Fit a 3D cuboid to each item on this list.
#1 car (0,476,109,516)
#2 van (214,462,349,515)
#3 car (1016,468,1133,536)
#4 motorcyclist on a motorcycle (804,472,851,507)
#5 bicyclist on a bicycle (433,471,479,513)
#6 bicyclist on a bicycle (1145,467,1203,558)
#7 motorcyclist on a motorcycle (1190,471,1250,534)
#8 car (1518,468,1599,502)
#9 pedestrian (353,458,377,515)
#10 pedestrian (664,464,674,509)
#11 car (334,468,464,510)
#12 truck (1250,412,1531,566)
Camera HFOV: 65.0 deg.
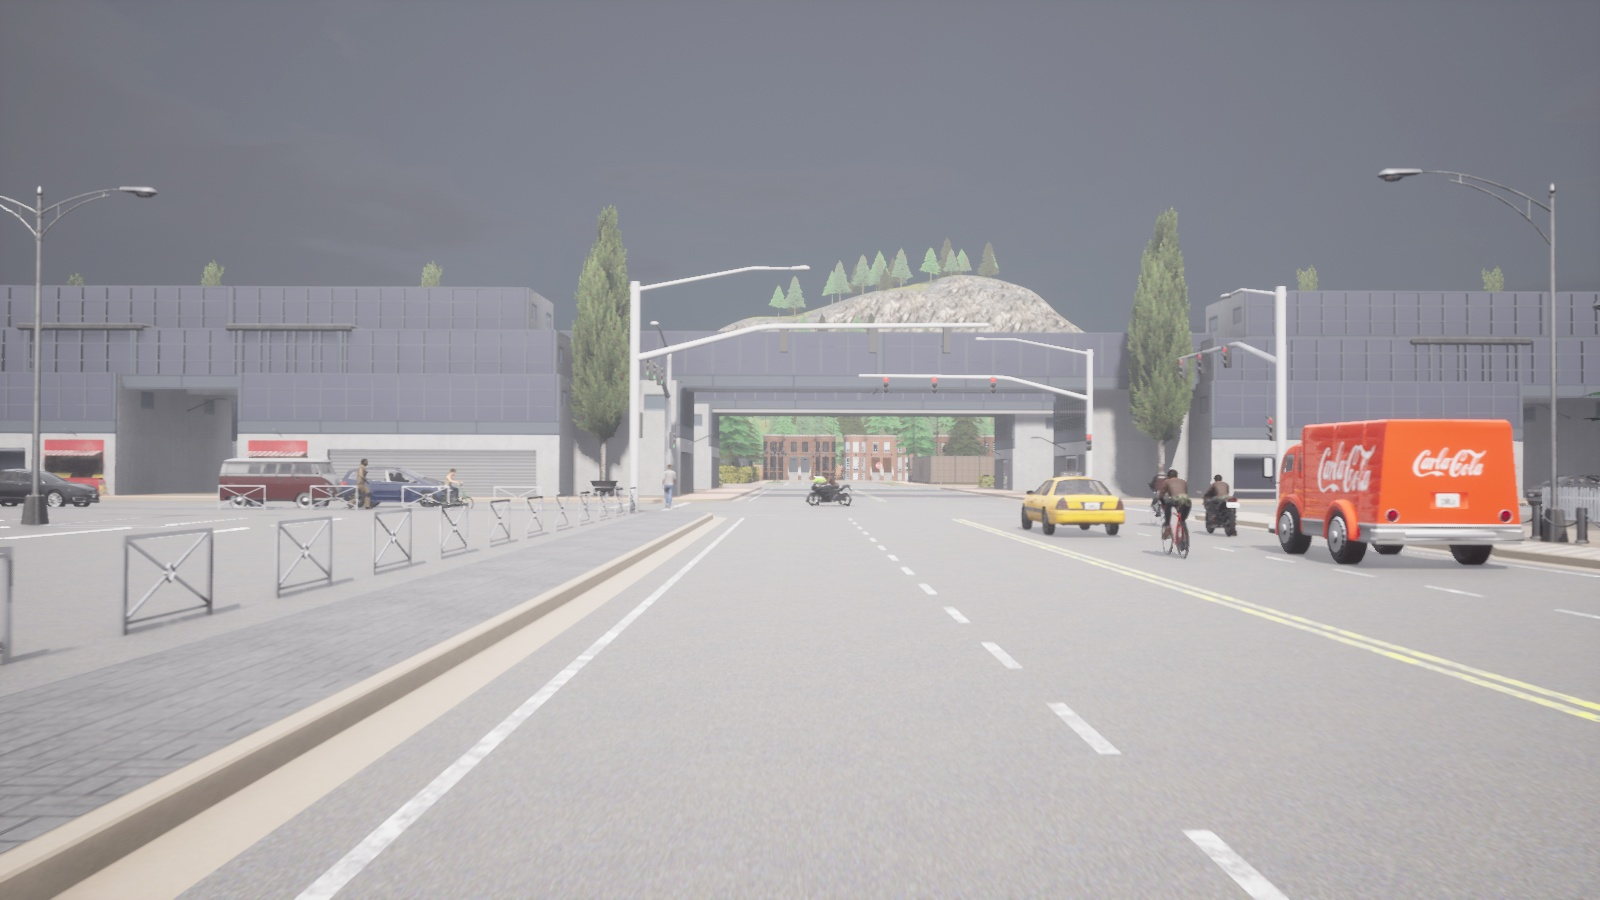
[{"bbox_3d":[-29.623,1.749,48.511,4.892,1.490,1.837,0,-1,2],"label":"car"},{"bbox_3d":[-19.894,1.455,48.259,4.442,1.987,1.775,0,-1,1],"label":"van"},{"bbox_3d":[6.922,1.265,32.201,1.801,1.575,5.366,0,-1,0],"label":"car"},{"bbox_3d":[1.215,1.714,55.113,2.044,1.523,0.797,0,-1,-1],"label":"motorcyclist on a motorcycle"},{"bbox_3d":[-13.190,1.610,48.131,1.509,1.612,0.866,0,-1,1],"label":"bicyclist on a bicycle"},{"bbox_3d":[6.943,1.131,23.370,0.582,1.620,1.656,0,-1,0],"label":"bicyclist on a bicycle"},{"bbox_3d":[10.424,1.278,31.229,0.797,1.523,2.044,0,-1,0],"label":"motorcyclist on a motorcycle"},{"bbox_3d":[35.956,1.633,58.771,3.705,1.549,1.789,0,-1,0],"label":"car"},{"bbox_3d":[-15.024,1.259,43.358,0.692,1.930,0.396,0,-1,-1],"label":"pedestrian"},{"bbox_3d":[-5.352,1.493,51.275,0.354,1.836,0.706,0,-1,-10],"label":"pedestrian"},{"bbox_3d":[-16.434,1.590,51.678,4.611,1.667,2.242,0,-1,1],"label":"car"},{"bbox_3d":[10.442,0.668,22.830,2.627,2.467,5.204,0,-1,0],"label":"truck"}]
